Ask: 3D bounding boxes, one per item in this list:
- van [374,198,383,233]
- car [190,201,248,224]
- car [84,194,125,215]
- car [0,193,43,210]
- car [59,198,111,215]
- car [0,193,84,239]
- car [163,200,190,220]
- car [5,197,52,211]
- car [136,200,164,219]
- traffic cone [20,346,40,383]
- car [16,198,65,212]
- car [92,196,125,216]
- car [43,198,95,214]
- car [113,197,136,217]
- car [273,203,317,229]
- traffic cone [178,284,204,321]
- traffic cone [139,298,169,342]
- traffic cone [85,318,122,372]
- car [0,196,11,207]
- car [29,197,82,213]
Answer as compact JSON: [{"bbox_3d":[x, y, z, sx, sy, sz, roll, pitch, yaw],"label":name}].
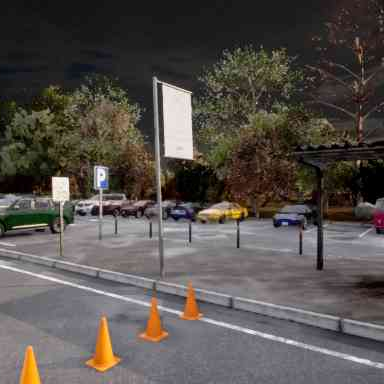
[{"bbox_3d":[11.642,1.263,19.012,1.878,1.987,4.442,0,0,35],"label":"van"},{"bbox_3d":[2.386,1.474,25.151,1.946,1.575,5.366,0,0,35],"label":"car"},{"bbox_3d":[-8.875,1.210,33.261,2.435,2.045,5.566,0,0,35],"label":"car"},{"bbox_3d":[-22.502,1.151,42.843,2.435,2.045,5.566,0,0,35],"label":"car"},{"bbox_3d":[-11.132,1.460,34.876,2.231,1.521,4.892,0,0,35],"label":"car"},{"bbox_3d":[-8.875,1.220,17.272,2.435,2.045,5.566,0,0,35],"label":"car"},{"bbox_3d":[0.240,1.503,26.923,2.163,1.488,4.792,0,0,35],"label":"car"},{"bbox_3d":[-20.200,1.450,41.295,2.163,1.488,4.792,0,0,35],"label":"car"},{"bbox_3d":[-2.043,1.472,28.500,2.231,1.521,4.892,0,0,35],"label":"car"},{"bbox_3d":[-1.741,1.957,3.570,0.340,0.580,0.340,0,0,35],"label":"traffic cone"},{"bbox_3d":[-17.957,1.467,39.647,2.163,1.488,4.792,0,0,35],"label":"car"},{"bbox_3d":[-6.586,1.464,31.693,2.097,1.535,5.008,0,0,35],"label":"car"},{"bbox_3d":[-13.404,1.453,36.475,2.097,1.535,5.008,0,0,35],"label":"car"},{"bbox_3d":[-4.315,1.468,30.096,2.097,1.535,5.008,0,0,35],"label":"car"},{"bbox_3d":[7.018,1.513,22.085,2.163,1.488,4.792,0,0,35],"label":"car"},{"bbox_3d":[-0.015,1.957,6.018,0.340,0.580,0.340,0,0,36],"label":"traffic cone"},{"bbox_3d":[-0.591,1.957,5.202,0.340,0.580,0.340,0,0,35],"label":"traffic cone"},{"bbox_3d":[-1.166,1.957,4.386,0.340,0.580,0.340,0,0,35],"label":"traffic cone"},{"bbox_3d":[-29.192,1.330,47.810,1.946,1.575,5.366,1,0,35],"label":"car"},{"bbox_3d":[-15.567,1.442,38.227,1.946,1.575,5.366,0,0,35],"label":"car"}]
